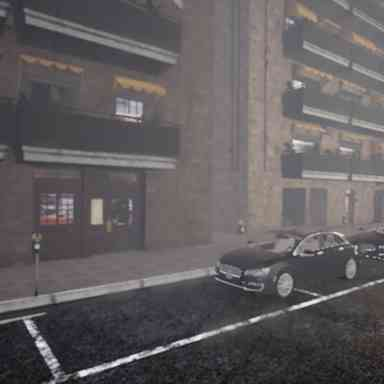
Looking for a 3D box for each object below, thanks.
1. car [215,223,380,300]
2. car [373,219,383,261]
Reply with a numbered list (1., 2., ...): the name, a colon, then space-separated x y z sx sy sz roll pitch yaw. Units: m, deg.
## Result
1. car: 2.573 1.592 8.406 4.403 1.369 2.008 0 0 -36
2. car: 7.157 1.624 11.687 4.403 1.369 2.008 0 0 -36
